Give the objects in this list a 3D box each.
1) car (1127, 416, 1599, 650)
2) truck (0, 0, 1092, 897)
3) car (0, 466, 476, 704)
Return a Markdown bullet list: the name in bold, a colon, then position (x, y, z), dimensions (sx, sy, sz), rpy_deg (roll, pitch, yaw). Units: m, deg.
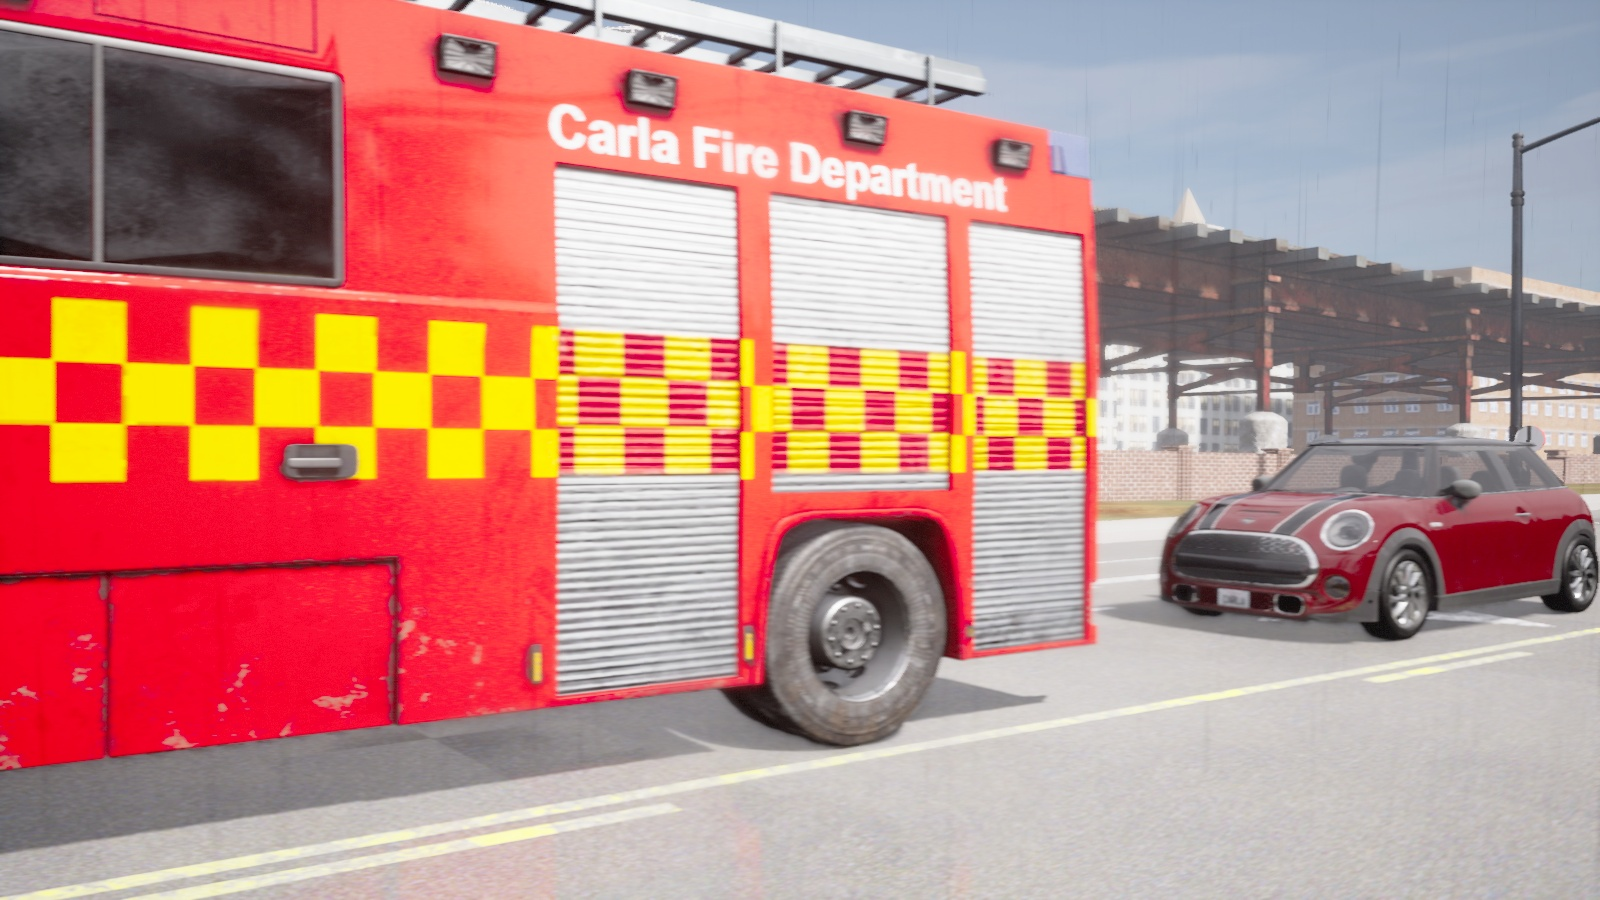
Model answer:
- **car**: position (5.395, 0.629, 11.678), dimensions (4.553, 1.767, 2.097), rpy_deg (0, 0, -35)
- **truck**: position (-2.675, -0.393, 6.028), dimensions (8.468, 3.827, 2.891), rpy_deg (0, 0, -33)
- **car**: position (-5.176, 0.836, 8.587), dimensions (5.357, 1.411, 2.033), rpy_deg (0, 0, -35)
